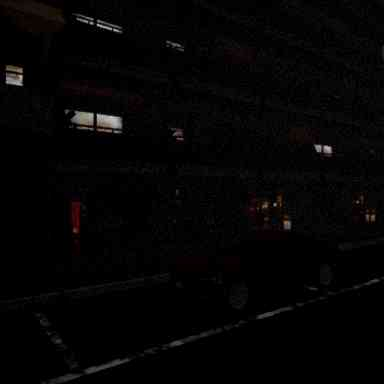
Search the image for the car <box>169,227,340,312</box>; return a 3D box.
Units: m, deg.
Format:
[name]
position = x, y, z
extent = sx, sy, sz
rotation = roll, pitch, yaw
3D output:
[car]
position = 1.584, 1.544, 7.690
extent = 4.507, 1.381, 1.887
rotation = 0, 0, -36
